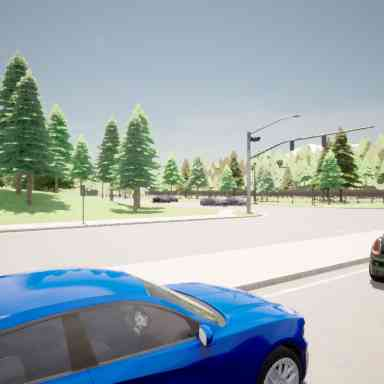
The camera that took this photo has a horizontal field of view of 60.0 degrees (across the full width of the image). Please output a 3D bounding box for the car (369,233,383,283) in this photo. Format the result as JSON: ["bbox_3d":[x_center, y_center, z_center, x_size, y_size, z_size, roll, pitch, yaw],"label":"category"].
[{"bbox_3d":[6.520,1.352,8.418,4.553,1.767,2.097,0,0,-35],"label":"car"}]

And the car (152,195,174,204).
[{"bbox_3d":[-5.992,1.477,64.388,1.882,1.535,5.008,0,0,-34],"label":"car"}]

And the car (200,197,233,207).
[{"bbox_3d":[3.329,1.547,50.954,2.033,1.411,5.357,0,0,-35],"label":"car"}]

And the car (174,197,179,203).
[{"bbox_3d":[-4.608,1.478,68.591,1.882,1.535,5.008,0,0,-35],"label":"car"}]

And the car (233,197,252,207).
[{"bbox_3d":[6.881,1.547,51.981,2.033,1.411,5.357,0,0,-35],"label":"car"}]

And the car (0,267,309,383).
[{"bbox_3d":[-0.979,1.478,3.049,5.008,1.535,1.882,0,0,-35],"label":"car"}]
